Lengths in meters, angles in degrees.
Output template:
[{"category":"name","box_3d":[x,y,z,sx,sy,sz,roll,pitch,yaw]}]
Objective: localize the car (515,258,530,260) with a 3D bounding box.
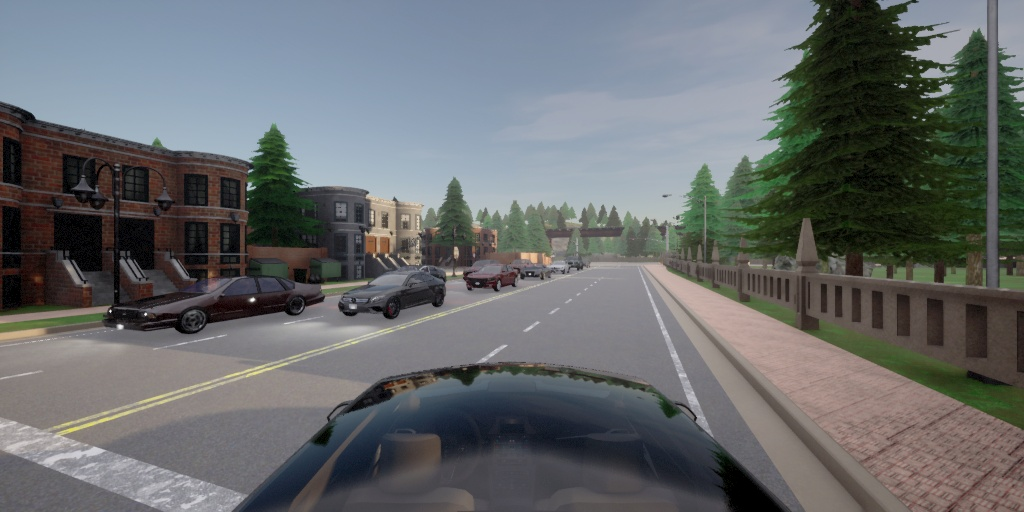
[{"category":"car","box_3d":[0.949,1.102,38.802,2.097,1.767,4.553,0,0,19]}]

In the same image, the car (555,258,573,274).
[{"category":"car","box_3d":[5.382,1.276,40.966,1.812,1.442,4.674,0,0,19]}]

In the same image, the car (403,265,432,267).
[{"category":"car","box_3d":[-5.430,1.242,20.028,2.128,1.511,4.902,0,0,18]}]

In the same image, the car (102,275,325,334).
[{"category":"car","box_3d":[-8.475,1.297,11.052,2.033,1.411,5.357,0,0,19]}]

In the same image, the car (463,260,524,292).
[{"category":"car","box_3d":[-1.081,1.228,21.932,1.882,1.535,5.008,0,0,19]}]

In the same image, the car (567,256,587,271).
[{"category":"car","box_3d":[8.742,0.972,50.841,2.150,2.045,5.566,0,0,19]}]

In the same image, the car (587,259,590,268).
[{"category":"car","box_3d":[12.215,1.255,61.012,1.837,1.490,4.892,0,0,19]}]

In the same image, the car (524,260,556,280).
[{"category":"car","box_3d":[2.147,1.314,31.414,1.994,1.385,4.181,0,0,20]}]

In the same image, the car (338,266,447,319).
[{"category":"car","box_3d":[-4.081,1.276,13.099,1.812,1.442,4.674,0,0,19]}]
